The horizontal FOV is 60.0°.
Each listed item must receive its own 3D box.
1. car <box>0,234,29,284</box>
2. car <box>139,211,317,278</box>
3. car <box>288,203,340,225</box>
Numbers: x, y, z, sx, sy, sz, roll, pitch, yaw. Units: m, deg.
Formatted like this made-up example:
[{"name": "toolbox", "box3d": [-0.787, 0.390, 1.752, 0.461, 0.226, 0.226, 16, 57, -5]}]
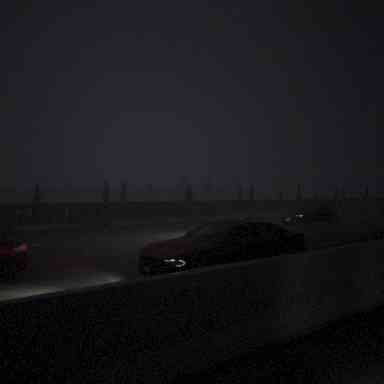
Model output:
[{"name": "car", "box3d": [-6.307, 1.564, 8.092, 4.181, 1.385, 1.994, 0, 0, -36]}, {"name": "car", "box3d": [0.996, 1.477, 9.002, 5.008, 1.535, 1.882, 0, 0, -36]}, {"name": "car", "box3d": [8.121, 1.490, 22.680, 4.902, 1.511, 2.128, 0, 0, -35]}]
